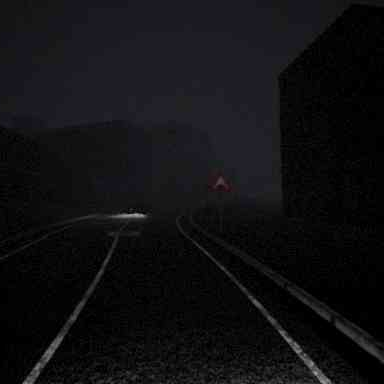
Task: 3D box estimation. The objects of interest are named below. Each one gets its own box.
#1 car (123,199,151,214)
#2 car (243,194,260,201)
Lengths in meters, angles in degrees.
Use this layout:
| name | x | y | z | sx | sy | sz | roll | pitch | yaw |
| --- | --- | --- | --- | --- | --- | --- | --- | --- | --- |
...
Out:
| name | x | y | z | sx | sy | sz | roll | pitch | yaw |
| --- | --- | --- | --- | --- | --- | --- | --- | --- | --- |
| car | -5.748 | 1.502 | 35.040 | 1.994 | 1.385 | 4.181 | -1 | 2 | 9 |
| car | 12.962 | 1.261 | 72.157 | 4.674 | 1.442 | 1.812 | -1 | -3 | -44 |
